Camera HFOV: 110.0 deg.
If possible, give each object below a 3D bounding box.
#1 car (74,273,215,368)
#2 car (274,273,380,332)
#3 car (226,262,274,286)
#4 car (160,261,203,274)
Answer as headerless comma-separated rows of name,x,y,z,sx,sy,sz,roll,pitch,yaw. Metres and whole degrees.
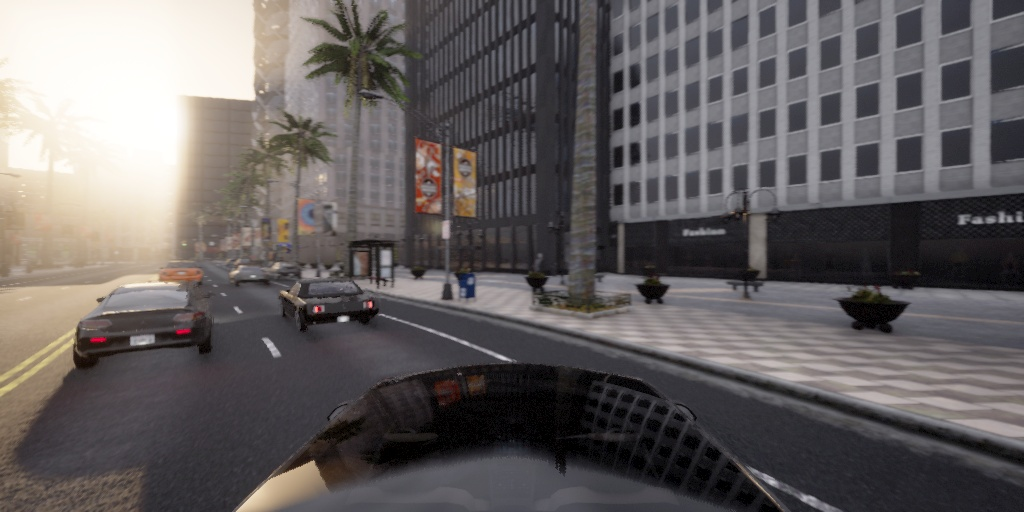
car,-7.816,1.276,7.940,1.812,1.442,4.674,0,0,-40
car,-5.803,1.351,11.016,1.895,1.301,4.718,0,0,-40
car,-18.455,1.315,25.192,1.994,1.385,4.181,0,0,-42
car,-22.455,1.104,24.396,2.097,1.767,4.553,0,0,-42
